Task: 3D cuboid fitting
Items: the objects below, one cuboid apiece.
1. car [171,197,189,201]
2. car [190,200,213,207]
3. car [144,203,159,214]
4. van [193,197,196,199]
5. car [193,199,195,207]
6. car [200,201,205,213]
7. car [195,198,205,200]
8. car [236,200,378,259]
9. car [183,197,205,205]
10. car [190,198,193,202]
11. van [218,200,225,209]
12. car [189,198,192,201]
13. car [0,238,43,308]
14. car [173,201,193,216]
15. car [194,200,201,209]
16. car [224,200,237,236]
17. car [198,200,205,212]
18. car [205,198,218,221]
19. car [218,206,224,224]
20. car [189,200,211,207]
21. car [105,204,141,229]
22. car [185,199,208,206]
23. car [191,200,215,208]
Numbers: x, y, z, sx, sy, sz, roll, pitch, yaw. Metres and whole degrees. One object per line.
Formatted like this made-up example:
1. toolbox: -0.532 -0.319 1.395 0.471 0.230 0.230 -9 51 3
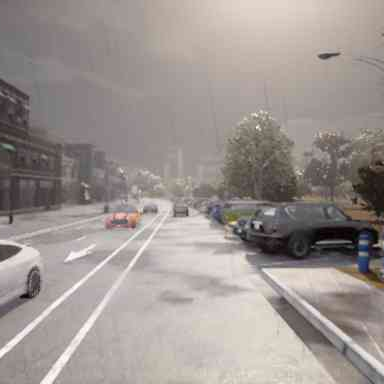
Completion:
1. car: -2.044 2.211 54.606 2.097 1.767 4.553 0 -1 -3
2. car: 2.076 2.563 72.836 4.674 1.452 2.002 0 0 -24
3. car: -5.886 2.310 48.052 1.812 1.442 4.674 0 -1 -2
4. van: 3.018 2.187 61.059 4.442 1.987 1.878 1 -1 -24
5. car: 3.084 2.419 58.038 4.674 1.452 2.002 1 0 -23
6. car: 3.917 2.183 40.251 4.792 1.488 2.163 1 -1 -22
7. car: 3.366 2.184 52.096 4.553 1.767 2.185 1 -1 -23
8. car: 4.949 1.457 13.638 5.566 2.045 2.435 1 -1 -22
9. car: 0.554 2.432 90.593 5.566 2.045 2.435 1 -1 -26
10. car: 2.719 2.441 63.972 5.008 1.535 2.097 1 -1 -24
11. van: 4.572 1.694 25.498 4.442 1.987 1.878 1 -1 -22
12. car: 2.699 2.470 67.011 5.366 1.575 1.946 1 -1 -24
13. car: -4.368 1.625 6.085 1.812 1.442 4.674 0 -1 -1
14. car: -1.347 2.175 41.166 2.128 1.511 4.902 0 -1 -2
15. car: 3.489 2.229 46.095 5.366 1.575 1.946 1 -1 -22
16. car: 4.789 1.509 16.561 5.566 2.045 2.435 1 -1 -22
17. car: 3.950 2.195 43.270 5.366 1.575 1.946 1 -1 -22
18. car: 4.382 1.718 28.419 5.566 2.045 2.435 1 -1 -22
19. car: 4.534 1.807 19.446 5.366 1.575 1.946 1 -1 -22
20. car: 1.864 2.588 75.783 4.674 1.452 2.002 1 -1 -25
21. car: -5.067 1.787 24.971 2.097 1.767 4.553 0 -1 -2
22. car: 1.198 2.593 81.622 5.366 1.575 1.946 1 0 -25
23. car: 2.310 2.538 69.897 4.674 1.452 2.002 1 -1 -24
